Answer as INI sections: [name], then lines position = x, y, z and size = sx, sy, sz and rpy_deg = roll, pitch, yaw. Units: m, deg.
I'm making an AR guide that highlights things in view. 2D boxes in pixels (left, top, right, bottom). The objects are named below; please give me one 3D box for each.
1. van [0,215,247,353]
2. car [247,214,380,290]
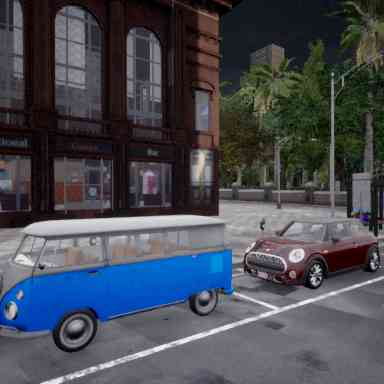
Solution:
[van]
position = -1.114, 1.341, 5.866
size = 3.998, 1.788, 1.690
rpy_deg = 0, 0, -36
[car]
position = 3.287, 1.439, 9.040
size = 4.097, 1.590, 1.967
rpy_deg = 0, 0, -36
